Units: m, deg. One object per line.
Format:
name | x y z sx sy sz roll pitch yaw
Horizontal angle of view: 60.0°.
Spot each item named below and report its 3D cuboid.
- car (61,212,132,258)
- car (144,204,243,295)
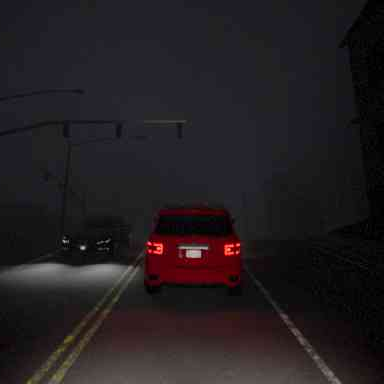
car | -3.635 1.631 13.476 1.837 1.490 4.892 0 -1 0
car | 0.058 1.346 9.224 2.150 2.045 5.566 1 -1 1
